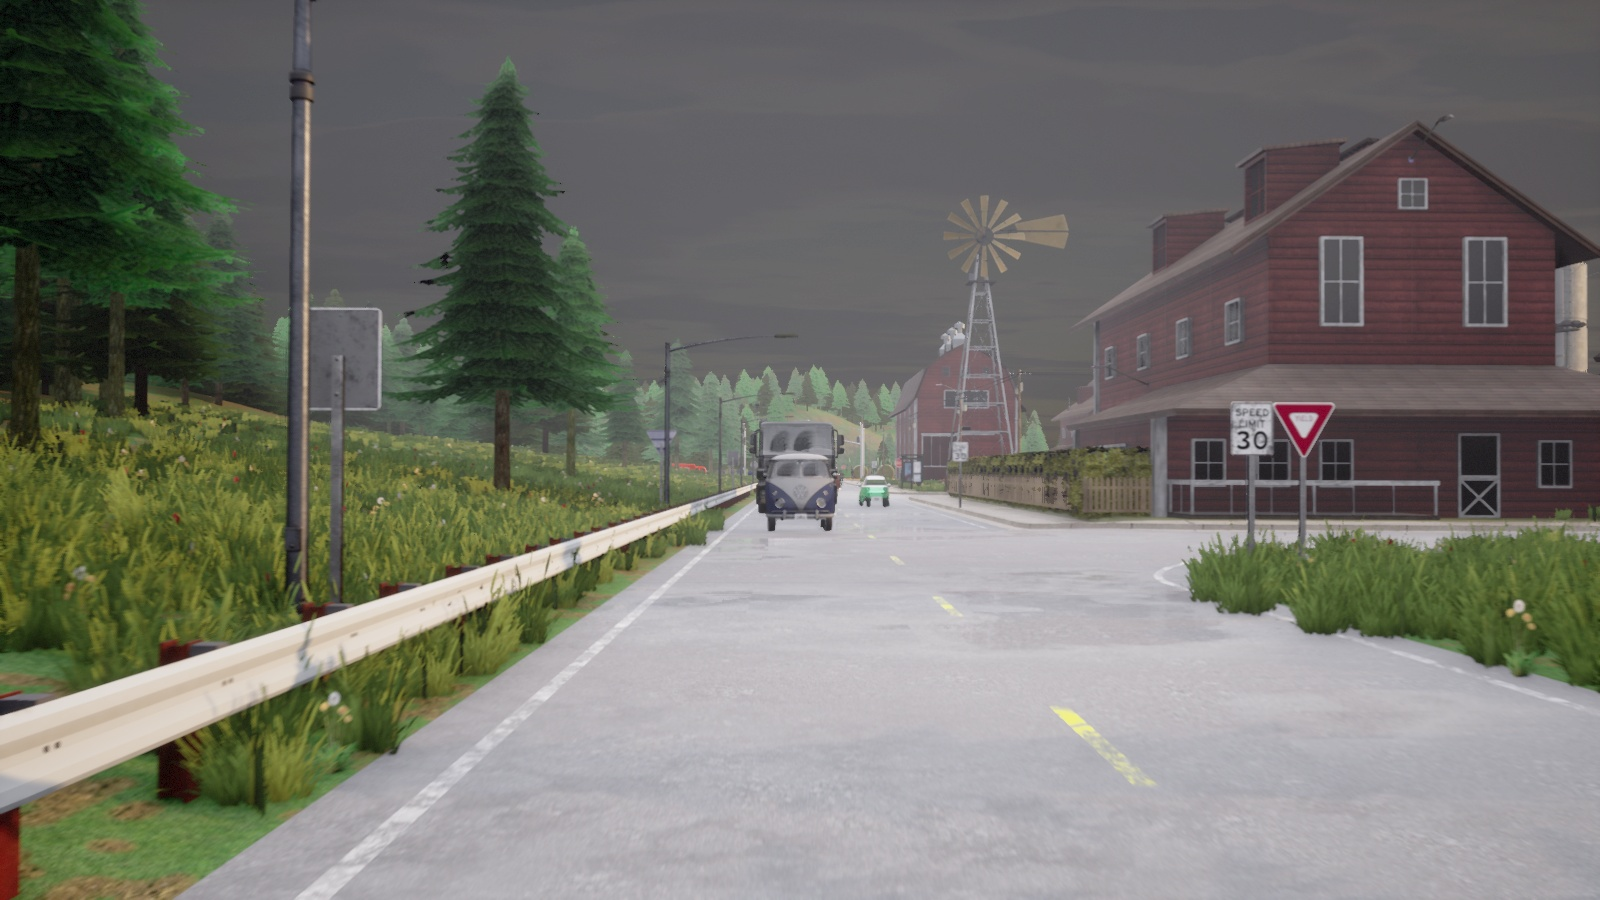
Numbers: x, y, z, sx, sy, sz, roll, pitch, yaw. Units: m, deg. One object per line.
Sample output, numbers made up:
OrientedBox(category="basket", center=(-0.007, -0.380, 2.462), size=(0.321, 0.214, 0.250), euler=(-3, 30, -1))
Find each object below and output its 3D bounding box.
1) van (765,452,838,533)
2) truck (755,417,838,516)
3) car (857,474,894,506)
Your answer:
OrientedBox(category="van", center=(-0.026, 1.114, 33.303), size=(1.775, 1.987, 4.442), euler=(-1, -1, -2))
OrientedBox(category="truck", center=(-0.120, 0.637, 48.009), size=(2.891, 3.462, 7.936), euler=(0, -1, 0))
OrientedBox(category="car", center=(3.364, 1.798, 56.255), size=(1.481, 1.376, 2.207), euler=(0, -1, 0))
